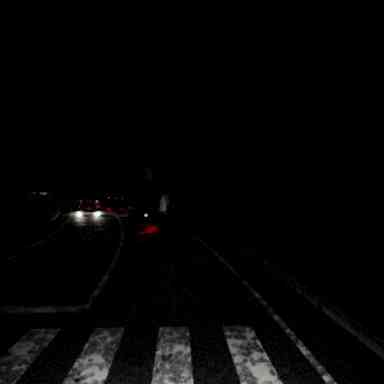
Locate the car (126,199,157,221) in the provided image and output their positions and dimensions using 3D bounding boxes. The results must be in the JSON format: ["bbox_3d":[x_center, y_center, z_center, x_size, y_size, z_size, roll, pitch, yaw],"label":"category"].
[{"bbox_3d":[-3.829,1.318,25.277,1.837,1.490,4.892,1,1,-16],"label":"car"}]

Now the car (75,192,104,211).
[{"bbox_3d":[-10.334,0.882,32.850,2.097,1.767,4.553,1,2,-22],"label":"car"}]

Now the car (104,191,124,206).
[{"bbox_3d":[-9.858,0.701,40.800,2.097,1.767,4.553,1,2,-25],"label":"car"}]
